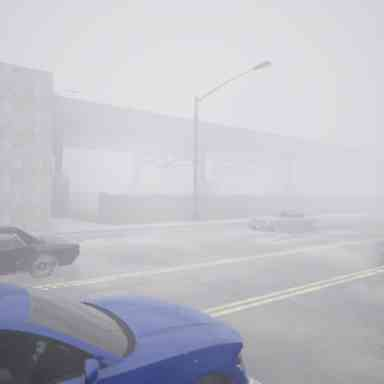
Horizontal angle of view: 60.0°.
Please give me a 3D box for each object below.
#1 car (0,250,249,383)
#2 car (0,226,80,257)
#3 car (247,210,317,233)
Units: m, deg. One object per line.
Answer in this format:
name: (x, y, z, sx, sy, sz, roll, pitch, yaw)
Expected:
car: (-1.742, 1.477, 2.504, 5.008, 1.535, 1.882, 1, 0, -36)
car: (-5.531, 1.605, 8.646, 4.718, 1.301, 1.895, 1, 0, -36)
car: (5.686, 1.781, 20.950, 4.718, 1.301, 1.895, 1, 0, -36)
